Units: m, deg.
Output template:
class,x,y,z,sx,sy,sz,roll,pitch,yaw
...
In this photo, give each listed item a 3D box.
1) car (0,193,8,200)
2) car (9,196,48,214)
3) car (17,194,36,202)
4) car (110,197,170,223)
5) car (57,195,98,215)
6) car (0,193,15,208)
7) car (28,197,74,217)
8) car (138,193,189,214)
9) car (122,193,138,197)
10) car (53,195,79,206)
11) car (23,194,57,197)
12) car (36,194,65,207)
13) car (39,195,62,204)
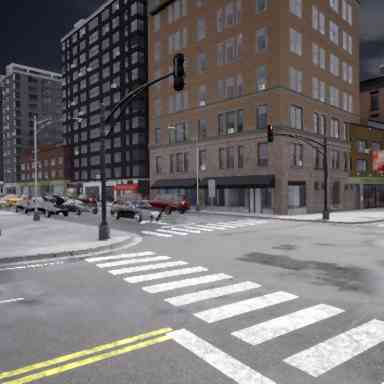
class,x,y,z,sx,sy,sz,roll,pitch,yaw
car,-40.838,0.885,70.680,1.947,1.339,4.313,0,1,-44
car,-16.258,1.375,33.124,1.947,1.339,4.313,0,1,-44
car,-29.328,1.044,58.825,1.802,1.307,4.206,0,1,-44
car,-4.207,1.372,24.657,2.128,1.511,4.902,-1,1,-44
car,-10.622,1.336,31.263,1.812,1.442,4.674,-1,1,-44
car,-23.810,1.248,40.902,1.752,1.417,4.829,0,1,-44
car,-12.422,1.417,29.173,1.947,1.339,4.313,0,1,-44
car,-2.473,1.086,31.161,2.192,1.841,5.009,0,1,-44
car,-6.309,1.044,35.113,2.192,1.841,5.009,0,1,-44
car,-17.820,1.181,46.970,1.802,1.307,4.206,0,1,-44
car,-17.548,1.258,38.411,1.812,1.442,4.674,-1,1,-44
car,-18.923,1.122,44.411,1.882,1.535,5.008,-1,1,-44
car,-21.656,1.136,50.922,1.802,1.307,4.206,0,1,-44
